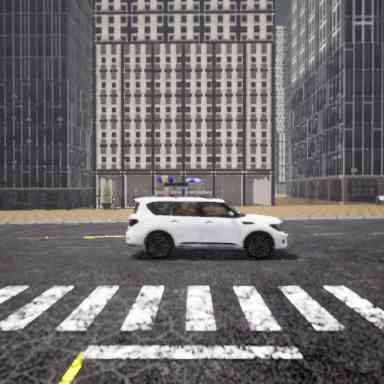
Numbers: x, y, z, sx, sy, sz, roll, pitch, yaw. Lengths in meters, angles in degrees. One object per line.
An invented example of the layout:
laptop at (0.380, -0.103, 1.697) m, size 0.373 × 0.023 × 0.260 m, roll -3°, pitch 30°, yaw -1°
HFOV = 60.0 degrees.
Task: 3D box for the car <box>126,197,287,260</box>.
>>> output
car at (0.463, 1.197, 11.928) m, size 5.566 × 2.045 × 2.150 m, roll 0°, pitch 0°, yaw 1°
